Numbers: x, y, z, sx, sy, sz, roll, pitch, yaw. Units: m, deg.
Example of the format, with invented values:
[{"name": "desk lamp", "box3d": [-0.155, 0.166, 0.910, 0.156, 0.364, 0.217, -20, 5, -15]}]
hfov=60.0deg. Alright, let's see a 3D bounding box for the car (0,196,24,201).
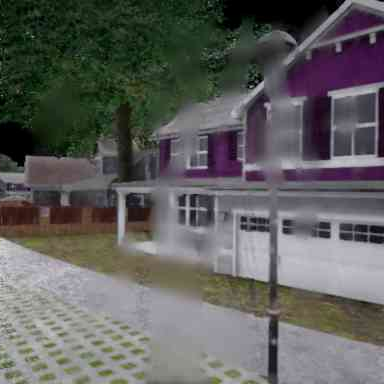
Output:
[{"name": "car", "box3d": [-32.628, 1.775, 60.400, 2.150, 2.045, 5.566, 1, -1, 2]}]
